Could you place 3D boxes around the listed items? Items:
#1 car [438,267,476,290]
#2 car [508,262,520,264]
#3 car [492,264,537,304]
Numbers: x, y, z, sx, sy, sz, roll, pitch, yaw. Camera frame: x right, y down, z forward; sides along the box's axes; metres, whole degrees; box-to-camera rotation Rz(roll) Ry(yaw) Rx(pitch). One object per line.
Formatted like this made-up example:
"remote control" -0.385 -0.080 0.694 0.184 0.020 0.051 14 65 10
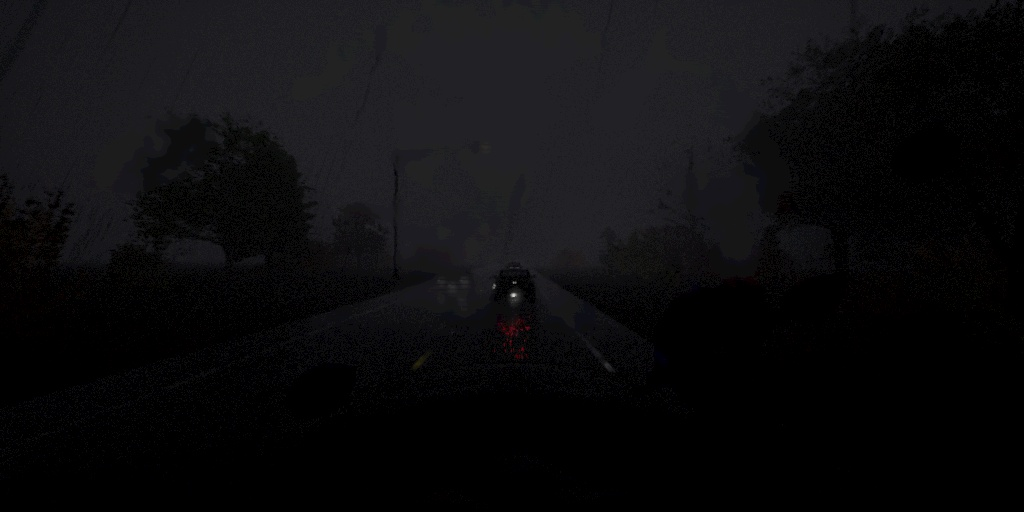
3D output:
"car" -3.458 1.459 23.568 2.033 1.411 5.357 0 0 0
"car" 0.241 1.431 40.525 1.837 1.490 4.892 0 0 0
"car" 0.120 1.324 16.893 1.837 1.490 4.892 0 0 0
